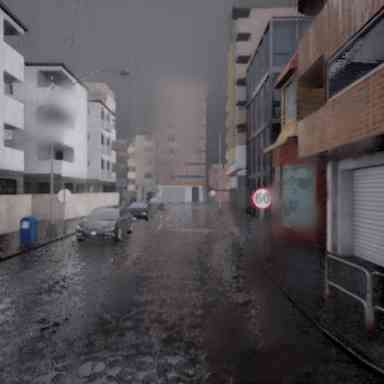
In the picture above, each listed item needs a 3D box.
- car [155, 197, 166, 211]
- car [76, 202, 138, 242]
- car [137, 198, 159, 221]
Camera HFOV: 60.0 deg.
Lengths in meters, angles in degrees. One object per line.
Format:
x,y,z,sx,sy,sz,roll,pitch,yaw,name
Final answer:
-4.038,1.400,38.336,1.837,1.490,4.892,0,0,0,car
-4.089,1.461,16.242,1.837,1.490,4.892,0,0,0,car
-4.078,1.476,26.384,2.033,1.411,5.357,0,0,0,car
